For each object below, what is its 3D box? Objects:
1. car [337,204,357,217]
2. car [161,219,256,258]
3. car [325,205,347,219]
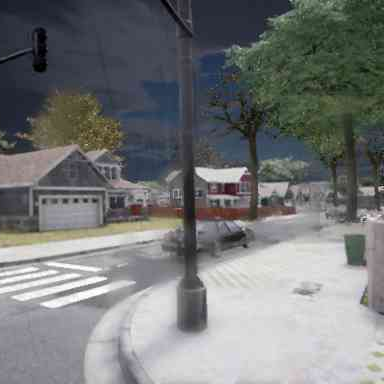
[{"bbox_3d":[22.713,2.663,48.747,2.097,1.767,4.553,-2,-3,32],"label":"car"},{"bbox_3d":[0.907,1.827,14.018,2.033,1.411,5.357,-2,-2,32],"label":"car"},{"bbox_3d":[17.498,2.509,40.340,2.128,1.511,4.902,-2,-3,32],"label":"car"}]
